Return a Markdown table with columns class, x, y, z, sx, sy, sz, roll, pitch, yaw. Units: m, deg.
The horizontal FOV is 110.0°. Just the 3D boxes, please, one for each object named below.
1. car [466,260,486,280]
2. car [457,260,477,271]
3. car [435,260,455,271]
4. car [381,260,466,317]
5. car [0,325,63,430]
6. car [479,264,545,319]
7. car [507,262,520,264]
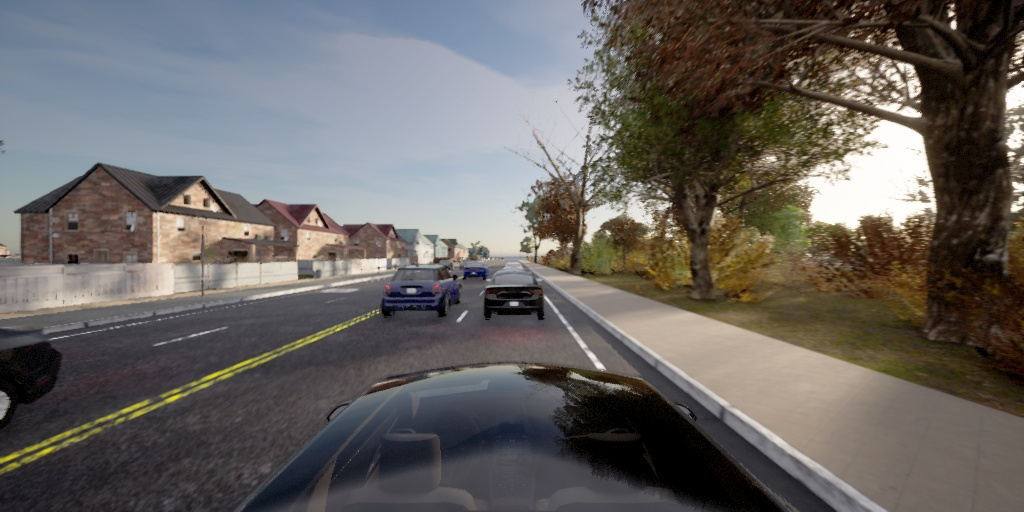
| class | x | y | z | sx | sy | sz | roll | pitch | yaw |
| --- | --- | --- | --- | --- | --- | --- | --- | --- | --- |
| car | -3.108 | 1.251 | 31.668 | 1.882 | 1.535 | 5.008 | 0 | 0 | 0 |
| car | -6.393 | 1.301 | 51.440 | 2.128 | 1.511 | 4.902 | 0 | 0 | 0 |
| car | -9.639 | 1.337 | 51.821 | 1.837 | 1.490 | 4.892 | 0 | 0 | 0 |
| car | -3.171 | 1.119 | 13.459 | 2.097 | 1.767 | 4.553 | 0 | 0 | 0 |
| car | -6.663 | 1.291 | 2.453 | 1.837 | 1.490 | 4.892 | 0 | 0 | 0 |
| car | 0.073 | 1.227 | 12.811 | 1.882 | 1.535 | 5.008 | 0 | 0 | 0 |
| car | 0.140 | 1.281 | 31.157 | 1.812 | 1.442 | 4.674 | 0 | 0 | 0 |
